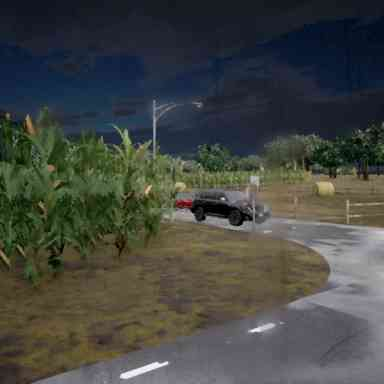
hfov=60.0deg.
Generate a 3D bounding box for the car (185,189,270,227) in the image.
[{"bbox_3d":[2.181,0.859,20.470,2.150,2.045,5.566,-1,2,-36],"label":"car"}]

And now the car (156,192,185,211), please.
[{"bbox_3d":[-1.782,0.741,30.981,2.097,1.767,4.553,-1,2,-35],"label":"car"}]
